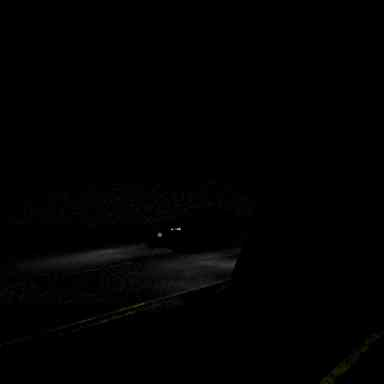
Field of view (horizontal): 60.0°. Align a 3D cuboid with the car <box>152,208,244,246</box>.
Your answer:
[{"bbox_3d":[0.414,1.491,15.390,4.902,1.511,2.128,0,0,-45],"label":"car"}]
